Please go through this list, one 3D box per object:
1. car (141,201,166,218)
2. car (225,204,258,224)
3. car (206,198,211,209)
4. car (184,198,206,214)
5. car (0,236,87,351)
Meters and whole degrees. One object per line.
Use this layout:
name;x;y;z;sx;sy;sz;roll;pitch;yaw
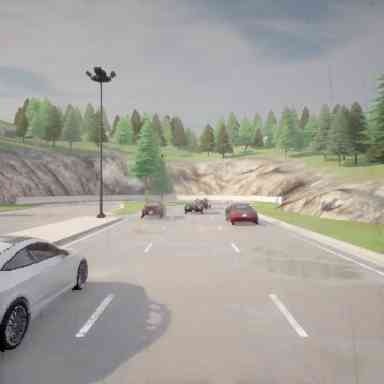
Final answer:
car;-3.387;1.525;29.887;1.812;1.442;4.674;0;0;1
car;3.592;1.563;24.627;1.994;1.385;4.181;0;0;0
car;1.387;1.491;44.568;2.128;1.511;4.902;0;0;12
car;0.251;1.601;35.369;1.895;1.301;4.718;0;0;2
car;-3.403;1.526;6.054;1.812;1.442;4.674;0;0;0
